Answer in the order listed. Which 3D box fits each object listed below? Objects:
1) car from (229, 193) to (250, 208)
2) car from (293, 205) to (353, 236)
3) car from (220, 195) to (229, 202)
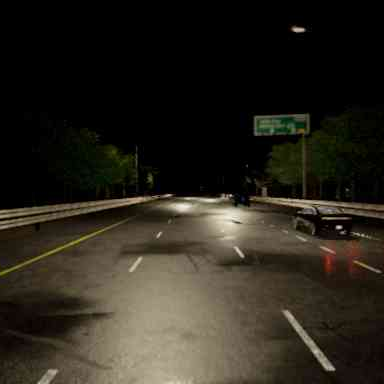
[{"bbox_3d":[7.125,1.189,48.740,2.150,2.045,5.566,0,0,0],"label":"car"},{"bbox_3d":[7.028,1.486,18.315,2.128,1.511,4.902,0,0,0],"label":"car"},{"bbox_3d":[7.204,1.470,72.801,1.812,1.442,4.674,0,0,0],"label":"car"}]
